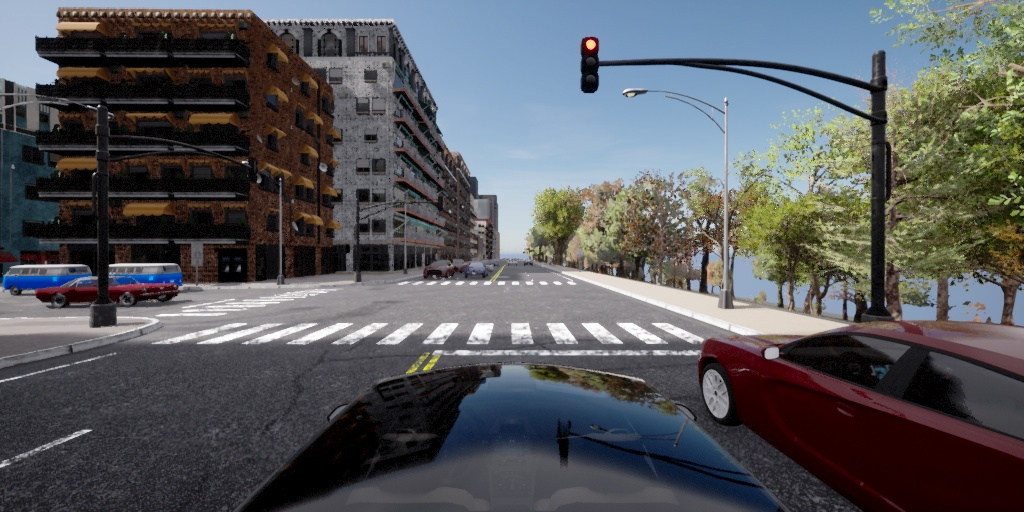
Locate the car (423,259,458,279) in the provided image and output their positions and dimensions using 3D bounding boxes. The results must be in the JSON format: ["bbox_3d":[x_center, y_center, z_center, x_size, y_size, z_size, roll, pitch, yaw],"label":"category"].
[{"bbox_3d":[-6.565,1.103,32.545,2.097,1.767,4.553,0,0,0],"label":"car"}]

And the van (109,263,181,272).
[{"bbox_3d":[-22.697,1.350,21.995,3.998,1.789,1.690,0,0,-1],"label":"van"}]

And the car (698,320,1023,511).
[{"bbox_3d":[3.351,1.228,2.683,1.882,1.535,5.008,0,0,0],"label":"car"}]

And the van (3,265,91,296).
[{"bbox_3d":[-28.299,1.424,21.924,3.998,1.789,1.690,0,0,-1],"label":"van"}]

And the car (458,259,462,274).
[{"bbox_3d":[-6.557,1.107,41.401,2.097,1.767,4.553,0,0,0],"label":"car"}]

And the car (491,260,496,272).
[{"bbox_3d":[-3.305,1.356,43.547,1.895,1.301,4.718,0,0,0],"label":"car"}]

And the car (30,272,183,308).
[{"bbox_3d":[-18.083,1.573,16.257,4.718,1.301,1.895,-1,0,-1],"label":"car"}]

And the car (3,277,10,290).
[{"bbox_3d":[-22.619,1.623,13.648,4.207,1.307,1.802,0,0,-1],"label":"car"}]

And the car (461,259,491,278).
[{"bbox_3d":[-3.322,1.277,34.135,1.812,1.442,4.674,0,0,1],"label":"car"}]

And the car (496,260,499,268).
[{"bbox_3d":[-3.243,1.331,62.302,1.994,1.385,4.181,0,0,1],"label":"car"}]
